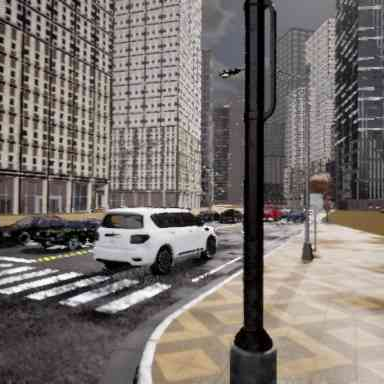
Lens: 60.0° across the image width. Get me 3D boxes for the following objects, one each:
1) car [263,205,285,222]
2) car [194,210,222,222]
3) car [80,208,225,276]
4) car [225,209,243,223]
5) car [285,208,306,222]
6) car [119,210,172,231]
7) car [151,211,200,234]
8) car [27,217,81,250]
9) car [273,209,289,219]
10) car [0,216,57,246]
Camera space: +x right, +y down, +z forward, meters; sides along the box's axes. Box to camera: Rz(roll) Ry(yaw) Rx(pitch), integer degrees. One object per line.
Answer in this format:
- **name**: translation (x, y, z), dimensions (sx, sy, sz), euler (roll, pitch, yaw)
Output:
- **car**: translation (10.377, 2.767, 43.794), dimensions (2.150, 2.045, 5.566), euler (0, -2, 24)
- **car**: translation (2.030, 2.923, 41.289), dimensions (1.994, 1.385, 4.181), euler (0, -2, 24)
- **car**: translation (-1.015, 1.587, 11.969), dimensions (2.150, 2.045, 5.566), euler (-1, -2, 29)
- **car**: translation (4.757, 2.838, 39.428), dimensions (1.837, 1.490, 4.892), euler (0, -2, 24)
- **car**: translation (13.793, 2.931, 43.520), dimensions (2.097, 1.767, 4.553), euler (0, -2, 23)
- **car**: translation (-3.859, 2.358, 28.440), dimensions (2.128, 1.511, 4.902), euler (0, -2, 25)
- **car**: translation (-1.181, 2.341, 26.486), dimensions (1.837, 1.490, 4.892), euler (0, -2, 25)
- **car**: translation (-5.567, 2.070, 16.961), dimensions (1.895, 1.301, 4.718), euler (0, -2, 24)
- **car**: translation (14.422, 3.510, 53.660), dimensions (1.895, 1.301, 4.718), euler (0, -2, 21)
- **car**: translation (-8.453, 2.030, 18.487), dimensions (2.033, 1.411, 5.357), euler (0, -2, 25)
